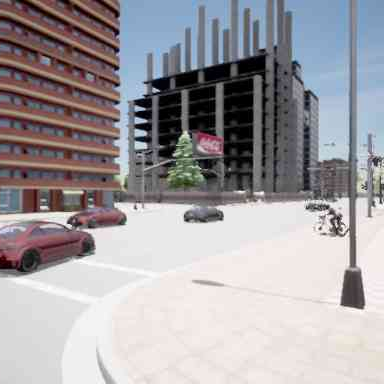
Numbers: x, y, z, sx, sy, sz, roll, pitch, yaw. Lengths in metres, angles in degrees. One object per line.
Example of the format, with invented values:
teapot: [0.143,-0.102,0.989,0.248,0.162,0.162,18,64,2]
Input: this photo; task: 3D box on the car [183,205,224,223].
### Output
car: [1.024,1.754,27.620,1.994,1.385,4.181,0,0,33]

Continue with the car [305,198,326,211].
car: [17.216,1.951,46.205,1.895,1.301,4.718,0,0,33]

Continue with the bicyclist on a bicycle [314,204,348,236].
bicyclist on a bicycle: [7.215,1.472,17.333,1.656,1.620,0.582,0,-1,33]

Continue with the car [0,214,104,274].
car: [-5.066,1.648,11.118,1.994,1.385,4.181,0,-1,18]

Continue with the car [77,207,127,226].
car: [-6.442,1.698,22.856,1.994,1.385,4.181,0,0,33]
